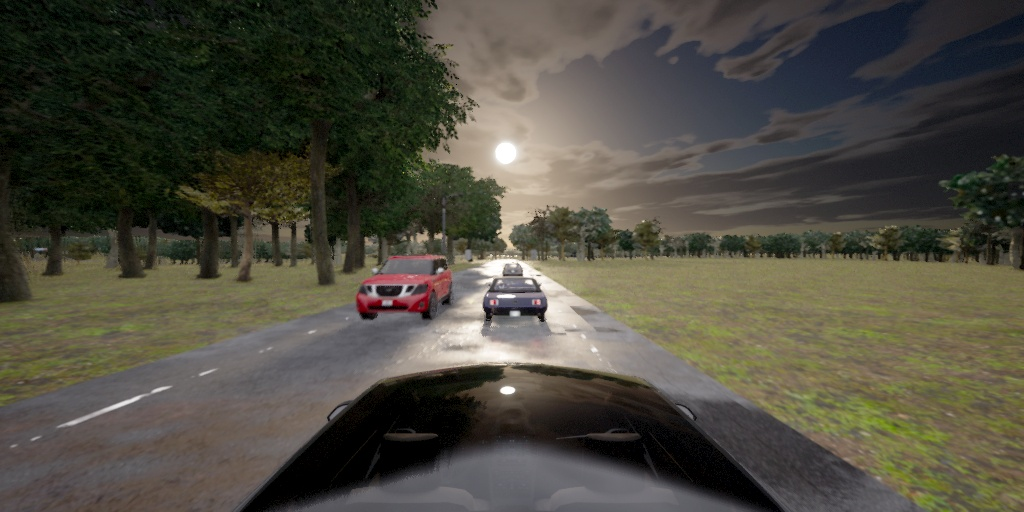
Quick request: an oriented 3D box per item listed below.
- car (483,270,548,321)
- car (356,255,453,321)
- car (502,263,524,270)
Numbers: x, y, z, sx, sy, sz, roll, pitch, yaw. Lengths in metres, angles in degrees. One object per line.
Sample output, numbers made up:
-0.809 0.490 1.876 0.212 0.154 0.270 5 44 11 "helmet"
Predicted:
0.092 1.345 12.404 1.895 1.301 4.718 0 0 0 "car"
-3.505 0.965 12.850 2.150 2.045 5.566 0 0 0 "car"
0.084 1.280 31.221 2.033 1.411 5.357 0 0 0 "car"
